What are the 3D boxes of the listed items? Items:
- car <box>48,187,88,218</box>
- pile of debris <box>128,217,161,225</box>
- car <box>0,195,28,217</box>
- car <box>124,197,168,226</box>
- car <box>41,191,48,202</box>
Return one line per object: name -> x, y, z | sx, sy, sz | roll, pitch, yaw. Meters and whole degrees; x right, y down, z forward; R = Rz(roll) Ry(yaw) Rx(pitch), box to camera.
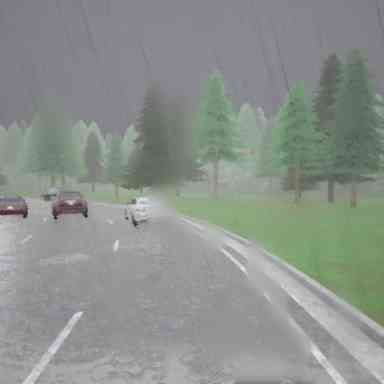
car -> -8.452, 0.698, 22.708 | 2.097, 1.767, 4.553 | -1, 2, -24
pile of debris -> -2.727, 1.630, 18.822 | 1.500, 0.140, 1.860 | -1, 2, -19
car -> -12.294, 0.918, 22.545 | 1.994, 1.385, 4.181 | -1, 2, -28
car -> -2.635, 0.985, 18.637 | 1.812, 1.442, 4.674 | 0, 2, -18
car -> -15.536, 0.256, 38.237 | 4.553, 1.767, 2.097 | 2, 3, 43
